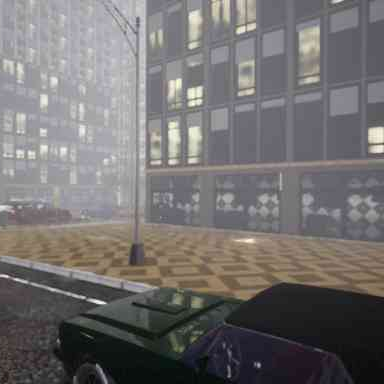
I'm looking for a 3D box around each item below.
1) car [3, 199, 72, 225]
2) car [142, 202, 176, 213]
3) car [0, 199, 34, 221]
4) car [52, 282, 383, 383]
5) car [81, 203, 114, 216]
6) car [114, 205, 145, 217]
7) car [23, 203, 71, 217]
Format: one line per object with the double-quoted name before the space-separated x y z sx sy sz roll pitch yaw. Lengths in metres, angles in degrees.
"car" -12.997 1.816 28.734 2.192 1.841 5.009 0 -1 36
"car" -4.821 2.202 49.511 2.033 1.411 5.357 0 0 36
"car" -17.132 1.701 32.867 2.150 2.045 5.566 0 0 37
"car" 0.770 1.612 3.135 4.718 1.301 1.895 -1 0 35
"car" -10.982 2.115 41.184 2.033 1.411 5.357 0 0 36
"car" -6.191 2.124 37.939 1.752 1.417 4.829 0 -1 36
"car" -16.487 2.030 38.110 1.752 1.417 4.829 0 -1 36
